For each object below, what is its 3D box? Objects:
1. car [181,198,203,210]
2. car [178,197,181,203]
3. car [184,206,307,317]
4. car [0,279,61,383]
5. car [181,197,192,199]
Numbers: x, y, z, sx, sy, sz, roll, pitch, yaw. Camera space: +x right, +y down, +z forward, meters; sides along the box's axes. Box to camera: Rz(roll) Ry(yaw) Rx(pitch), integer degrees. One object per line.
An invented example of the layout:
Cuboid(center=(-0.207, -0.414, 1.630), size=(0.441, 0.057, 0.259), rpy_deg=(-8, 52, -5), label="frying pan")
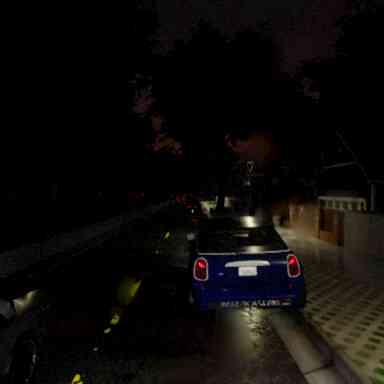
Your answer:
Cuboid(center=(0.095, 1.694, 35.818), size=(1.837, 1.490, 4.892), rpy_deg=(0, 0, 1), label="car")
Cuboid(center=(-2.593, 1.866, 82.756), size=(1.882, 1.535, 5.008), rpy_deg=(0, 0, 0), label="car")
Cuboid(center=(0.944, 1.356, 7.717), size=(2.097, 1.767, 4.553), rpy_deg=(-2, 0, 0), label="car")
Cuboid(center=(-2.748, 1.558, 2.365), size=(2.033, 1.411, 5.357), rpy_deg=(0, 0, 0), label="car")
Cuboid(center=(-0.019, 1.588, 45.782), size=(2.097, 1.767, 4.553), rpy_deg=(0, 0, 2), label="car")
